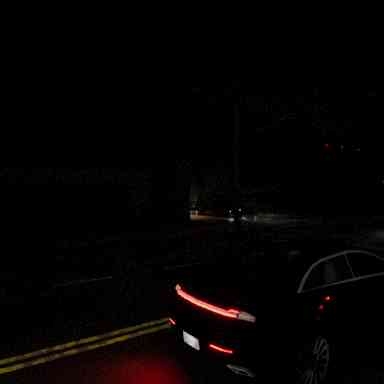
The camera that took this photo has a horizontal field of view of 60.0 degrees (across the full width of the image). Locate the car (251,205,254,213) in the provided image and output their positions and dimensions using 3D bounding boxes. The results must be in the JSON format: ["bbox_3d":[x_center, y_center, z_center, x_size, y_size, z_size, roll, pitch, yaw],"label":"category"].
[{"bbox_3d":[4.263,1.470,34.820,1.882,1.535,5.008,0,0,-37],"label":"car"}]

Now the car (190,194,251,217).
[{"bbox_3d":[2.546,1.215,31.277,2.150,2.045,5.566,0,0,-36],"label":"car"}]

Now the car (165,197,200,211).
[{"bbox_3d":[-1.274,1.484,42.241,2.128,1.511,4.902,0,0,-37],"label":"car"}]

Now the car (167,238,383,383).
[{"bbox_3d":[1.964,1.490,5.230,4.902,1.511,2.128,0,0,-35],"label":"car"}]
